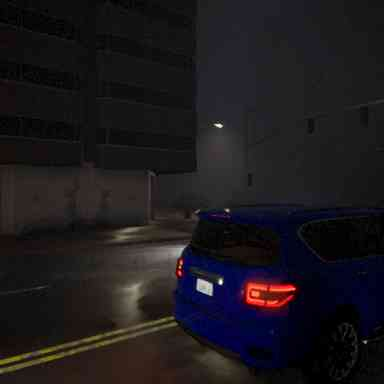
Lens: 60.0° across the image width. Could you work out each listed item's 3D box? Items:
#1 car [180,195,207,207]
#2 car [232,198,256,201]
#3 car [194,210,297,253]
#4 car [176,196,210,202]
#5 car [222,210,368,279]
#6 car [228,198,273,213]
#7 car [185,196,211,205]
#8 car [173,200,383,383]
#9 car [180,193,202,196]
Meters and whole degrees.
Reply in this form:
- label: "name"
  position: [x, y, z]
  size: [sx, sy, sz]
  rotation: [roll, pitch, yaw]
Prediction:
- label: "car"
  position: [0.188, 1.337, 53.043]
  size: [2.097, 1.767, 4.553]
  rotation: [0, 0, -36]
- label: "car"
  position: [5.374, 1.480, 33.765]
  size: [2.128, 1.511, 4.902]
  rotation: [0, 0, -36]
- label: "car"
  position: [2.353, 1.559, 14.290]
  size: [4.181, 1.385, 1.994]
  rotation: [0, 0, -36]
- label: "car"
  position: [-0.376, 1.536, 41.642]
  size: [2.033, 1.411, 5.357]
  rotation: [0, 0, -36]
- label: "car"
  position: [3.508, 1.473, 10.811]
  size: [5.008, 1.535, 1.882]
  rotation: [0, 0, -36]
- label: "car"
  position: [6.580, 1.478, 38.049]
  size: [2.128, 1.511, 4.902]
  rotation: [0, 0, -36]
- label: "car"
  position: [1.029, 1.461, 57.832]
  size: [1.882, 1.535, 5.008]
  rotation: [0, 0, -36]
- label: "car"
  position: [2.348, 1.219, 5.483]
  size: [5.566, 2.045, 2.150]
  rotation: [0, 0, -35]
- label: "car"
  position: [0.266, 1.208, 46.711]
  size: [2.150, 2.045, 5.566]
  rotation: [0, 0, -35]
